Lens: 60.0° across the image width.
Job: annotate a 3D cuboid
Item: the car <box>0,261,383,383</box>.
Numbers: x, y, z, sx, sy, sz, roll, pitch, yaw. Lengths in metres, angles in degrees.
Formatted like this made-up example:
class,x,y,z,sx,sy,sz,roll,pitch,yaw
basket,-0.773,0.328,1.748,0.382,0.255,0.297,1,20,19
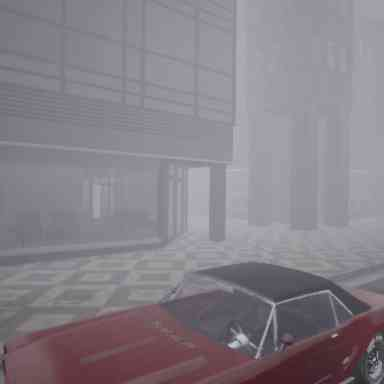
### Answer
class,x,y,z,sx,sy,sz,roll,pitch,yaw
car,0.474,1.601,3.726,4.718,1.301,1.895,0,0,-36
